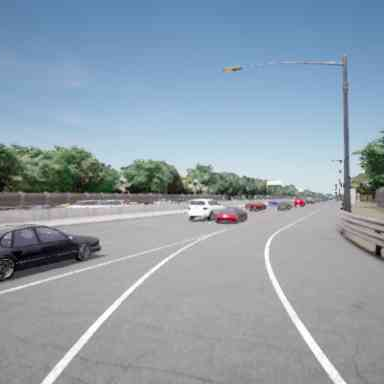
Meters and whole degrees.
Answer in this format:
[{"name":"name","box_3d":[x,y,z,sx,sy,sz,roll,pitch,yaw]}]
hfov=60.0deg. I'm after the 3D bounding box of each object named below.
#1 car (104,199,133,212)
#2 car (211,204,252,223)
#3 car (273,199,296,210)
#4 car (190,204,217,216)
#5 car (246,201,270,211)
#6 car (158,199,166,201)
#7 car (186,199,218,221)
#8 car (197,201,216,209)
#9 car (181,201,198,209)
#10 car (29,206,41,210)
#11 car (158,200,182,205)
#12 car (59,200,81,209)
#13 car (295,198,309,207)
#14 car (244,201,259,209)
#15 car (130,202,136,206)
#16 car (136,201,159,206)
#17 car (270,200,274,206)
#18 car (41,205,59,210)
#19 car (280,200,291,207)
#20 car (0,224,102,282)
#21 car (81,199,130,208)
[{"name":"car","box_3d":[-13.225,2.392,60.225,2.150,2.045,5.566,-1,-1,25]},{"name":"car","box_3d":[3.624,2.001,29.758,1.994,1.385,4.181,-1,-1,25]},{"name":"car","box_3d":[15.653,2.274,56.026,2.128,1.511,4.902,-1,-1,24]},{"name":"car","box_3d":[1.523,2.245,41.944,1.994,1.385,4.181,-1,-1,25]},{"name":"car","box_3d":[10.711,2.270,53.624,1.882,1.535,5.008,-1,-1,25]},{"name":"car","box_3d":[-6.589,2.567,74.750,2.150,2.045,5.566,-1,-1,24]},{"name":"car","box_3d":[1.524,1.751,33.584,2.150,2.045,5.566,-1,-1,25]},{"name":"car","box_3d":[3.147,2.727,70.786,2.033,1.411,5.357,-1,-1,24]},{"name":"car","box_3d":[-0.479,2.736,71.266,1.837,1.490,4.892,-1,-1,24]},{"name":"car","box_3d":[-20.182,2.523,45.160,2.033,1.411,5.357,-1,-1,25]},{"name":"car","box_3d":[-3.312,2.504,56.682,1.837,1.490,4.892,-1,-1,25]},{"name":"car","box_3d":[-13.726,2.079,42.494,2.150,2.045,5.566,-1,-1,25]},{"name":"car","box_3d":[24.456,2.278,75.415,2.150,2.045,5.566,-1,-1,24]},{"name":"car","box_3d":[11.401,2.493,63.578,1.812,1.442,4.674,-1,-1,24]},{"name":"car","box_3d":[-10.232,2.584,58.384,1.882,1.535,5.008,-1,-1,25]},{"name":"car","box_3d":[-7.051,2.646,56.926,1.895,1.301,4.718,-1,-1,25]},{"name":"car","box_3d":[20.188,2.719,82.951,1.882,1.535,5.008,-1,-1,24]},{"name":"car","box_3d":[-16.888,2.396,43.972,1.882,1.535,5.008,-1,-1,25]},{"name":"car","box_3d":[22.315,2.624,79.163,1.882,1.535,5.008,-1,-1,24]},{"name":"car","box_3d":[-5.257,1.731,10.462,2.033,1.411,5.357,-1,-1,25]},{"name":"car","box_3d":[-10.538,2.018,41.057,2.150,2.045,5.566,-1,-1,25]}]
